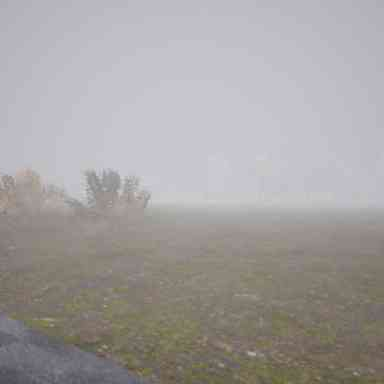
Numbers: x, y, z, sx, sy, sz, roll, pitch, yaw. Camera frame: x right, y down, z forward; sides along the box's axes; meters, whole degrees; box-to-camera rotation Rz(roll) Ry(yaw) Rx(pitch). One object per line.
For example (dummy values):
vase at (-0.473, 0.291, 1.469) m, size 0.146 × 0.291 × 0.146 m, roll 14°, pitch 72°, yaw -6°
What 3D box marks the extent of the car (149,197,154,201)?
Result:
car at (-11.740, 1.516, 80.863) m, size 2.033 × 1.411 × 5.357 m, roll -1°, pitch -1°, yaw 36°
